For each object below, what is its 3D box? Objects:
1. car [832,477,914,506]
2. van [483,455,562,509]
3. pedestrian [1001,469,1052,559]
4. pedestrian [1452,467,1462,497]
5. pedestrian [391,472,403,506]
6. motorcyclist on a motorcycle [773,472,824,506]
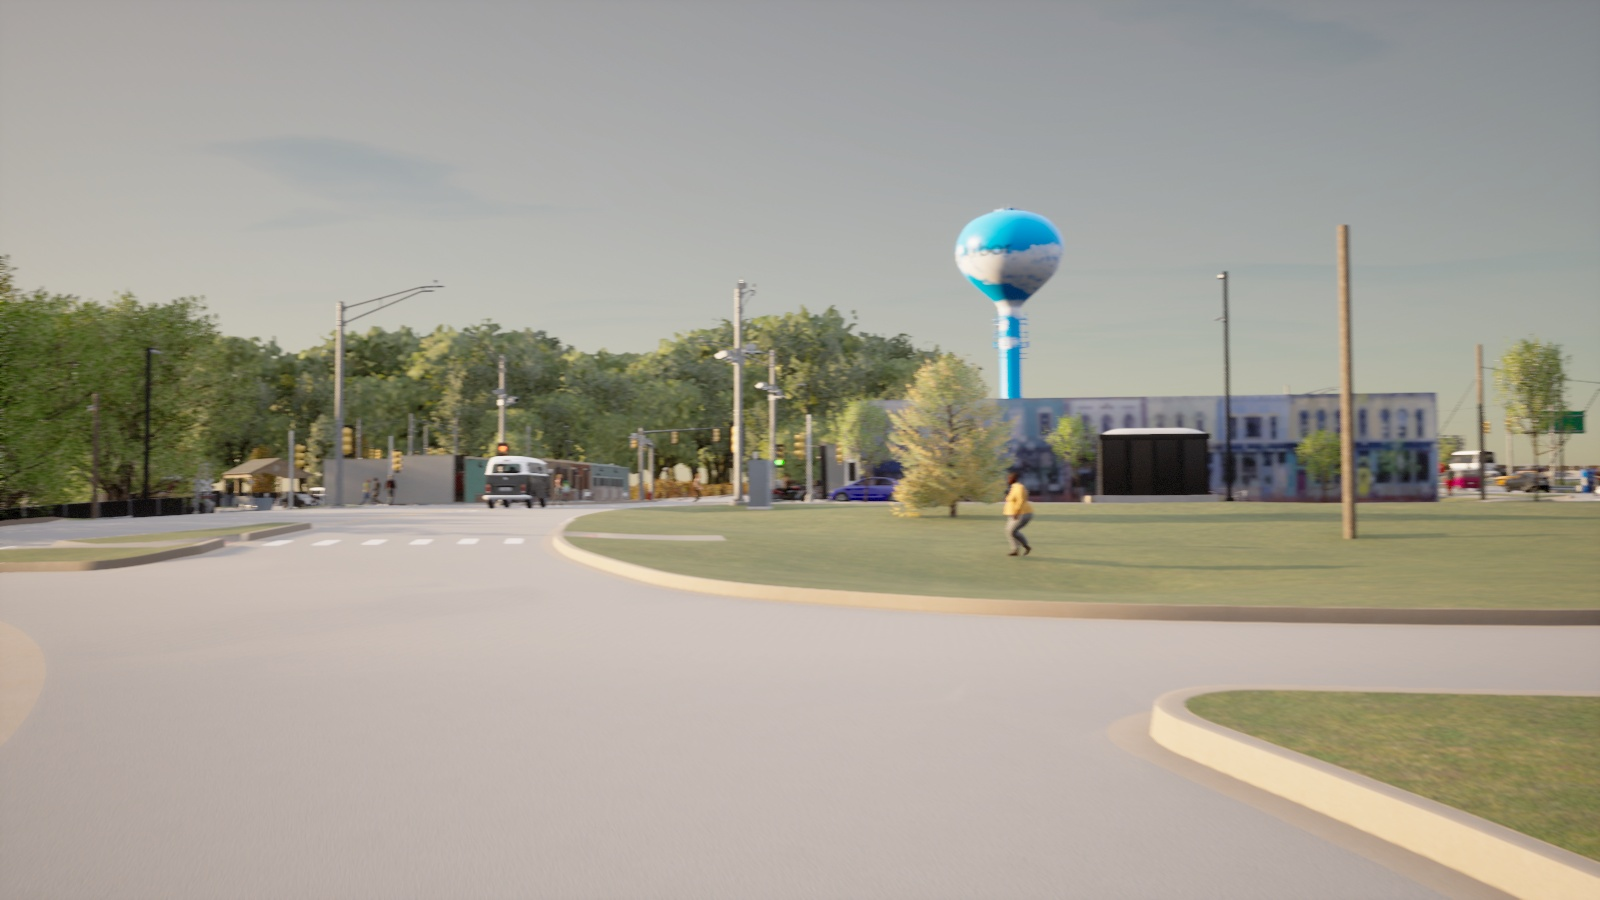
[{"bbox_3d":[3.843,2.161,65.566,4.193,1.474,1.816,0,-2,7],"label":"car"},{"bbox_3d":[-10.991,1.286,50.020,2.069,2.038,4.480,0,-2,1],"label":"van"},{"bbox_3d":[4.752,1.345,26.393,0.900,1.855,0.874,0,-3,1],"label":"pedestrian"},{"bbox_3d":[40.541,2.004,77.502,0.353,1.847,0.614,0,-3,8],"label":"pedestrian"},{"bbox_3d":[-22.555,2.195,70.267,0.376,1.854,0.720,0,-3,1],"label":"pedestrian"},{"bbox_3d":[-0.066,1.903,61.046,2.350,1.649,0.766,1,-2,-20],"label":"motorcyclist on a motorcycle"}]
